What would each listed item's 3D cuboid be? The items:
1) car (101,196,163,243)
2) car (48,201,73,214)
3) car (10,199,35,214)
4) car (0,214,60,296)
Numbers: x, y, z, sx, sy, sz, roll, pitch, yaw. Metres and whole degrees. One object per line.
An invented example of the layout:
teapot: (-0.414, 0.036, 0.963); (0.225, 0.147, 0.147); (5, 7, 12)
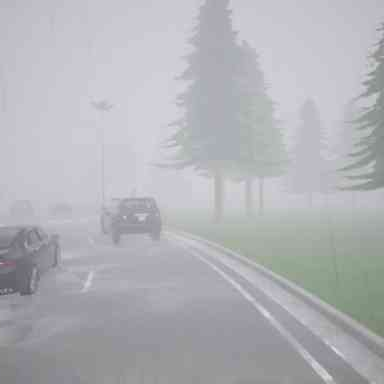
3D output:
car: (-3.159, 1.247, 16.608); (2.150, 2.045, 5.566); (-1, 0, -23)
car: (-14.335, 1.695, 36.105); (1.812, 1.442, 4.674); (-1, 0, -32)
car: (-18.337, 1.579, 35.889); (2.097, 1.767, 4.553); (-1, 0, -31)
car: (-4.696, 1.563, 8.570); (1.837, 1.490, 4.892); (0, 0, -12)
